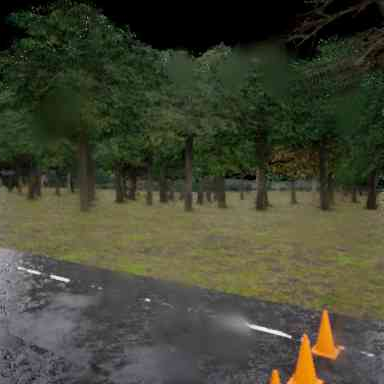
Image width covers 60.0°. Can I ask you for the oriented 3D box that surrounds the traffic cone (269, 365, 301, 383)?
[{"bbox_3d":[0.784,1.991,3.161,0.340,0.580,0.340,0,-1,35],"label":"traffic cone"}]

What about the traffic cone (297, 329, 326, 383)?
[{"bbox_3d":[1.351,2.002,3.984,0.340,0.580,0.340,0,-1,35],"label":"traffic cone"}]

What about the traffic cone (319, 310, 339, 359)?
[{"bbox_3d":[1.918,2.012,4.808,0.340,0.580,0.340,0,-1,35],"label":"traffic cone"}]
